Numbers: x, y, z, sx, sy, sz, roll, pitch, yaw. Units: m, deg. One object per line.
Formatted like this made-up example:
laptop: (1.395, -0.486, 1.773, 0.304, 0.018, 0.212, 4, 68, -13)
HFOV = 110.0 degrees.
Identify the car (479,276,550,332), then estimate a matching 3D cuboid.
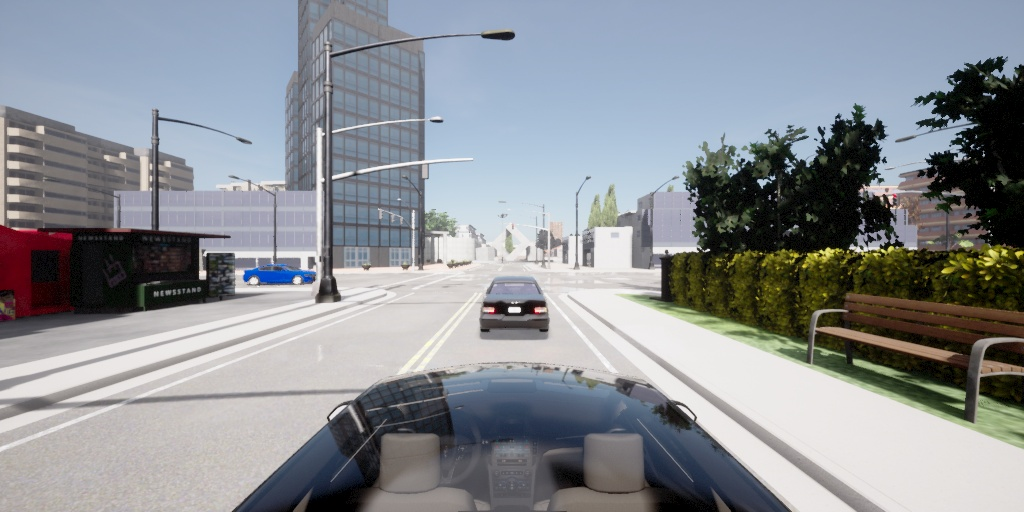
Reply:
car: (0.069, 1.297, 10.829, 2.033, 1.411, 5.357, 0, 0, 0)

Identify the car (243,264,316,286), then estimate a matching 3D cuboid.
car: (-16.776, 1.336, 26.238, 5.008, 1.535, 1.882, 0, 0, 0)
